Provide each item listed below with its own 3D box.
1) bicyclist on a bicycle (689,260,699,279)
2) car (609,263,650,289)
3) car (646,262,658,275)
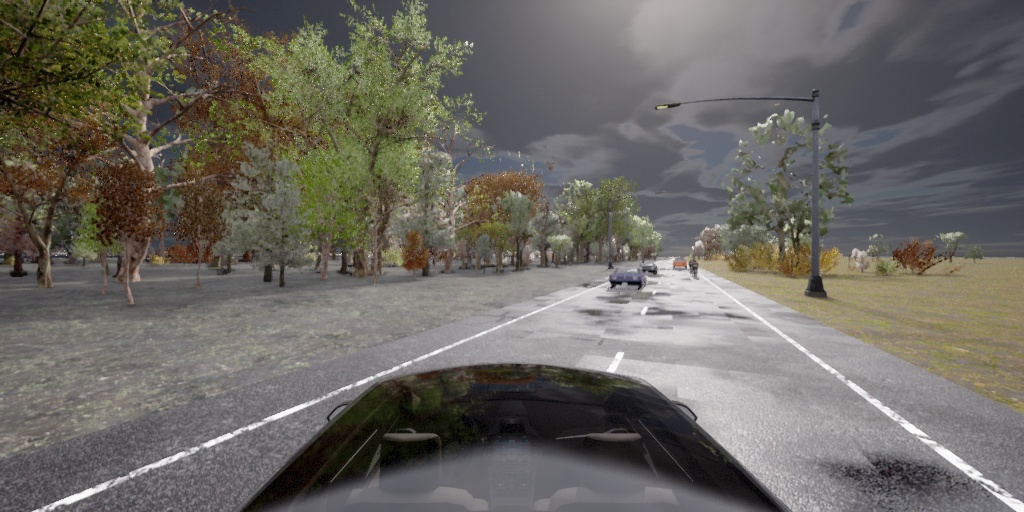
[{"bbox_3d":[16.425,1.211,32.116,0.582,1.620,1.656,0,0,24],"label":"bicyclist on a bicycle"},{"bbox_3d":[7.621,1.355,23.263,1.895,1.301,4.718,0,0,24],"label":"car"},{"bbox_3d":[15.141,1.360,39.873,1.895,1.301,4.718,0,0,24],"label":"car"}]
